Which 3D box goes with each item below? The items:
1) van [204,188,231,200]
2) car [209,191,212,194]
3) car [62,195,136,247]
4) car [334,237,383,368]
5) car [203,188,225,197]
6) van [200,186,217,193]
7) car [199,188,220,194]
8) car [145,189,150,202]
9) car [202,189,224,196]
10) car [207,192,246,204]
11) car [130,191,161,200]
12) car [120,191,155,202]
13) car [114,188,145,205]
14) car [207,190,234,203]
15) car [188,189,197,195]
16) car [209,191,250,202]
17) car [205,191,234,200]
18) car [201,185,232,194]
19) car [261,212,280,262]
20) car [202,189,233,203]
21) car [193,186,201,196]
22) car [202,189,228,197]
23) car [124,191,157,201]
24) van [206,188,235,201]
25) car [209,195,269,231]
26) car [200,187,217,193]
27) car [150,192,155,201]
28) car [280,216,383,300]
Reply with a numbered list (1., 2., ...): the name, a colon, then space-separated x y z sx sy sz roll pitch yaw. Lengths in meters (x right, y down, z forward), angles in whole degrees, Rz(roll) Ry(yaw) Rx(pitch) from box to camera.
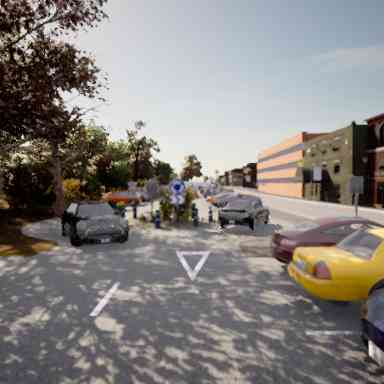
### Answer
1. van: 4.406 0.296 57.868 4.442 1.987 1.878 0 1 0
2. car: 4.419 0.883 35.389 4.674 1.452 2.002 0 1 0
3. car: -4.278 1.177 14.349 2.097 1.767 4.553 -1 2 -28
4. car: 4.518 1.461 3.807 4.792 1.488 2.163 0 1 0
5. car: 4.542 0.065 69.307 4.553 1.767 2.185 0 2 0
6. van: 4.558 -0.753 91.898 4.442 1.987 1.878 0 2 0
7. car: 4.464 -0.351 86.257 5.366 1.575 1.946 0 2 0
8. car: -8.128 0.765 40.933 5.008 1.535 2.097 0 1 0
9. car: 4.584 0.141 72.136 4.674 1.452 2.002 0 2 0
10. car: 4.465 0.723 43.865 5.008 1.535 2.097 0 1 0
11. car: -8.048 0.522 57.885 5.008 1.535 2.097 0 1 0
12. car: -8.063 0.675 49.404 4.792 1.488 2.163 0 1 0
13. car: -8.114 0.678 38.232 4.553 1.767 2.185 0 1 0
14. car: 4.432 0.843 38.214 4.674 1.452 2.002 0 1 0
15. car: 0.186 0.012 75.387 1.895 1.301 4.718 0 2 0
16. car: 4.380 0.913 32.562 4.792 1.488 2.163 0 1 0
17. car: 4.508 0.604 55.166 4.674 1.452 2.002 0 1 0
18. car: 4.513 0.392 49.512 5.566 2.045 2.435 0 1 0
19. car: 4.542 1.405 9.232 4.674 1.452 2.002 -1 1 0
20. car: 4.261 0.760 41.040 5.366 1.575 1.946 0 1 0
21. car: 0.161 0.214 64.521 2.097 1.767 4.553 0 2 1
22. car: 4.566 0.280 66.486 5.008 1.535 2.097 0 2 0
23. car: -8.050 0.635 52.227 4.792 1.488 2.163 0 1 0
24. van: 4.381 0.378 52.338 4.442 1.987 1.878 0 1 0
25. car: 3.010 1.203 18.602 2.128 1.511 4.902 1 2 25
26. car: 4.717 -0.588 94.729 4.792 1.488 2.163 0 2 0
27. car: -8.112 0.685 46.705 4.892 1.521 2.231 0 1 0
28. car: 4.738 1.394 6.589 5.366 1.575 1.946 0 1 0
